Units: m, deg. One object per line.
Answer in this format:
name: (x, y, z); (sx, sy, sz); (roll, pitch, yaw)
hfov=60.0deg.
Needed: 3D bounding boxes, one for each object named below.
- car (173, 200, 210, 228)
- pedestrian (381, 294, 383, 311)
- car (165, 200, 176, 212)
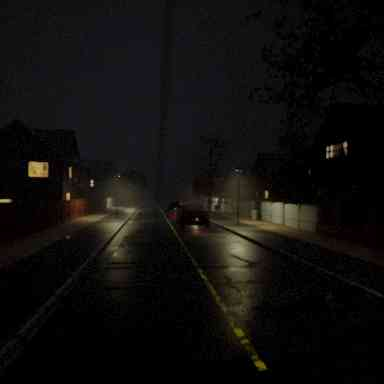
car: (-0.012, 1.595, 23.453); (1.882, 1.535, 5.008); (0, 0, -7)
pedestrian: (3.091, 1.328, 4.931); (0.375, 1.860, 0.375); (0, 0, -7)
car: (-2.292, 1.731, 41.684); (1.837, 1.490, 4.892); (0, 0, -7)
